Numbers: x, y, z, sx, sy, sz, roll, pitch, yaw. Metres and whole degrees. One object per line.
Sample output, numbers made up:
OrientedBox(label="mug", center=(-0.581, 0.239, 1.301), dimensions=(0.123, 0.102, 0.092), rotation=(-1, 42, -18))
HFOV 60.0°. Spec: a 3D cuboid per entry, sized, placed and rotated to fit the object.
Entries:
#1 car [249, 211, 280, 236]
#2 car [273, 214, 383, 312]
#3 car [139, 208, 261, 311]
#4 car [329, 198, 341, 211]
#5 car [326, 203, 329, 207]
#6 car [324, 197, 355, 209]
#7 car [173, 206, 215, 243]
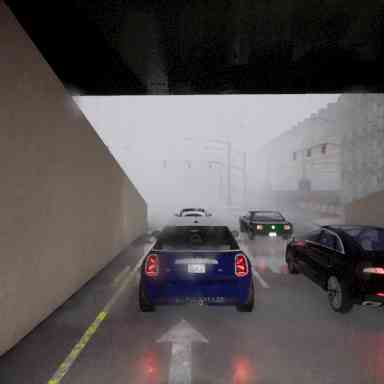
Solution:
OrientedBox(label="car", center=(3.591, 1.601, 16.980), dimensions=(1.895, 1.301, 4.718), rotation=(0, 0, 0))
OrientedBox(label="car", center=(3.583, 1.492, 7.654), dimensions=(2.128, 1.511, 4.902), rotation=(0, 0, 0))
OrientedBox(label="car", center=(0.084, 1.352, 7.920), dimensions=(2.097, 1.767, 4.553), rotation=(0, 0, 0))
OrientedBox(label="car", center=(17.414, 1.453, 34.759), dimensions=(2.038, 1.542, 4.974), rotation=(0, 0, -35))
OrientedBox(label="car", center=(17.516, 1.453, 39.366), dimensions=(2.038, 1.542, 4.974), rotation=(0, 0, 45))
OrientedBox(label="car", center=(17.552, 1.295, 39.403), dimensions=(1.853, 1.218, 4.536), rotation=(0, 0, 45))
OrientedBox(label="car", center=(0.069, 1.526, 16.972), dimensions=(1.812, 1.442, 4.674), rotation=(0, 0, 0))
